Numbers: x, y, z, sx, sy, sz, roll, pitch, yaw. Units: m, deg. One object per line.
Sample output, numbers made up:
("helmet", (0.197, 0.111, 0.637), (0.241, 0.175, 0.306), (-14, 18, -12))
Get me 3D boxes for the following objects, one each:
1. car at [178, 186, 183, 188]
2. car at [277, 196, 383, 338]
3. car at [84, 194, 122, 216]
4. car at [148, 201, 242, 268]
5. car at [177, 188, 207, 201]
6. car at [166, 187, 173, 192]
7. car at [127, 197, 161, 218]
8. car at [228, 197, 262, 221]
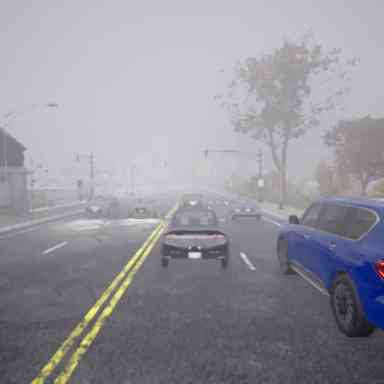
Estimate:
("car", (-3.250, -0.838, 95.240), (2.097, 1.767, 4.553), (0, 1, 0))
("car", (3.308, 1.080, 6.464), (2.150, 2.045, 5.566), (0, 2, 0))
("car", (-6.589, 0.939, 25.053), (2.128, 1.511, 4.902), (0, 1, 0))
("car", (0.079, 1.261, 10.424), (2.128, 1.511, 4.902), (0, 1, 0))
("car", (0.079, 0.790, 25.478), (2.097, 1.767, 4.553), (0, 1, 0))
("car", (-6.500, -0.667, 95.215), (1.812, 1.442, 4.674), (0, 1, 0))
("car", (-3.342, 1.037, 23.863), (1.994, 1.385, 4.181), (0, 1, 0))
("car", (3.315, 1.059, 22.114), (2.033, 1.411, 5.357), (0, 1, 0))
